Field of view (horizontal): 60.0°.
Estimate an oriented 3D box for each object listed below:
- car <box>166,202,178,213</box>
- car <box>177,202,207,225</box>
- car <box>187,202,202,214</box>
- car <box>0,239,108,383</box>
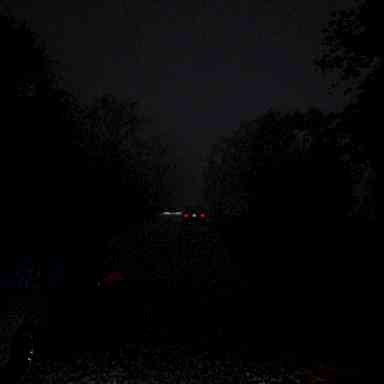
[{"bbox_3d":[-2.638,2.188,47.122,2.033,1.411,5.357,0,-1,1],"label":"car"},{"bbox_3d":[0.173,1.775,26.311,2.033,1.411,5.357,0,-1,0],"label":"car"},{"bbox_3d":[0.266,2.076,42.976,1.812,1.442,4.674,0,-1,0],"label":"car"},{"bbox_3d":[-2.841,1.560,5.511,2.033,1.411,5.357,0,0,0],"label":"car"}]
